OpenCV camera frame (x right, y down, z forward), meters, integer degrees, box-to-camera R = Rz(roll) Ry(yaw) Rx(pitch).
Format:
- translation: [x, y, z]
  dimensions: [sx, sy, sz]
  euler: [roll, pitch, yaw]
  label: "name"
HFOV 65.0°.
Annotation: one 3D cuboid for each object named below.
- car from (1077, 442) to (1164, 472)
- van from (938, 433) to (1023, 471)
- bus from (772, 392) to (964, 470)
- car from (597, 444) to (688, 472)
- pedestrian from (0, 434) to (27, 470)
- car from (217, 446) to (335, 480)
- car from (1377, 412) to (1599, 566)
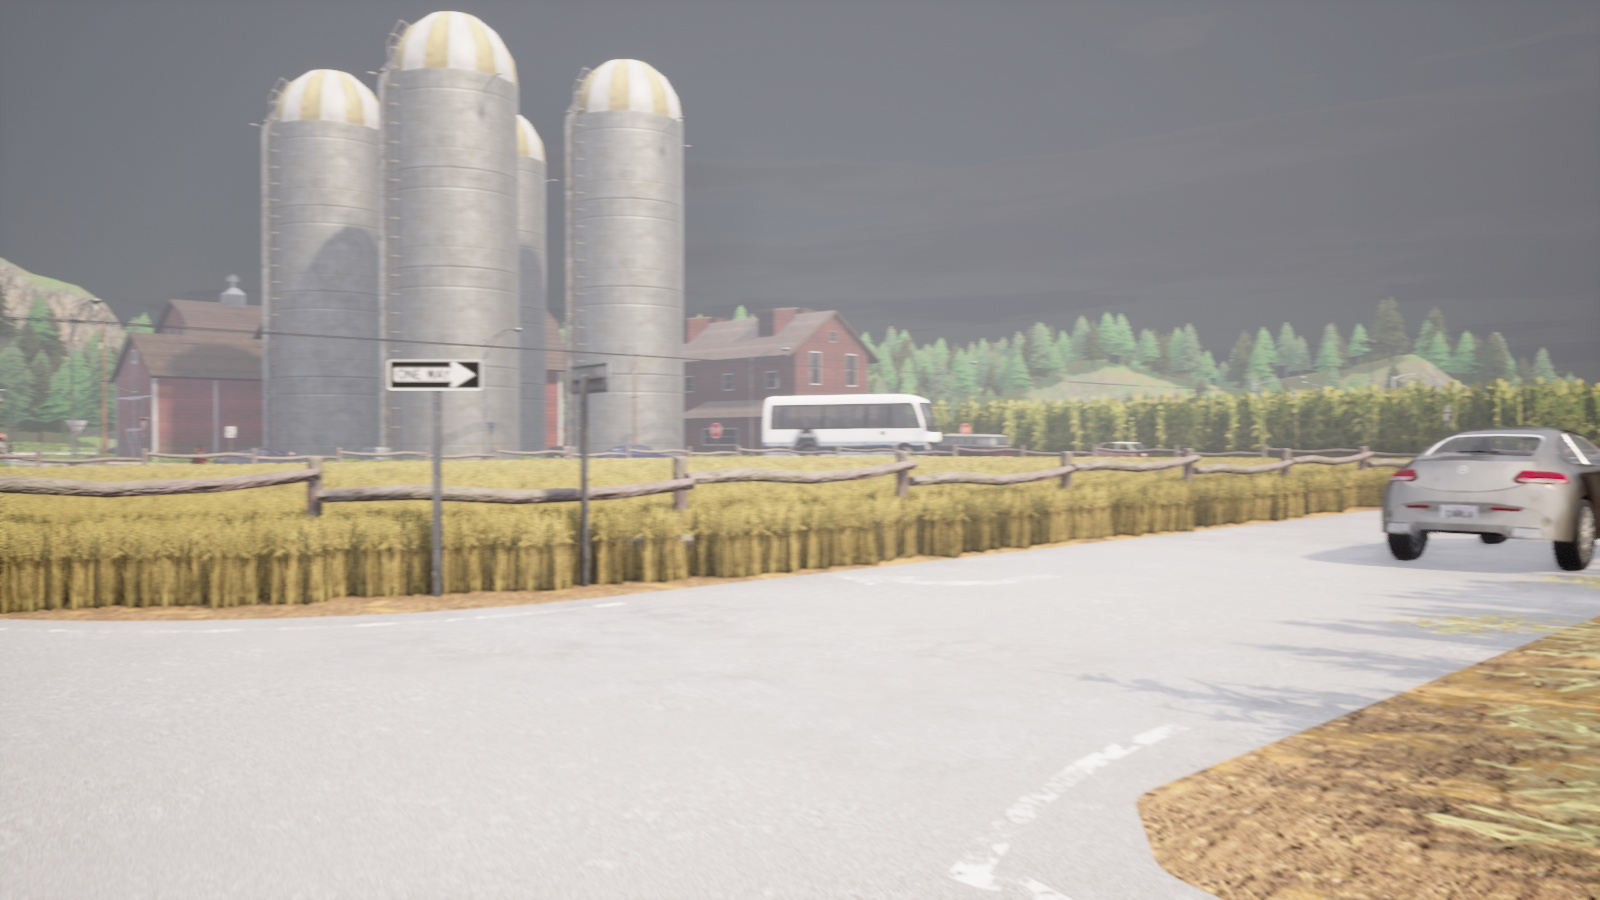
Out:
- translation: [16.199, 0.318, 63.571]
  dimensions: [1.970, 1.475, 3.806]
  euler: [0, 0, -45]
  label: "car"
- translation: [10.000, 0.103, 69.816]
  dimensions: [1.775, 1.987, 4.442]
  euler: [0, 1, -45]
  label: "van"
- translation: [3.919, -1.057, 72.224]
  dimensions: [10.273, 4.253, 3.944]
  euler: [0, 0, 19]
  label: "bus"
- translation: [-8.422, 0.399, 67.398]
  dimensions: [4.674, 1.442, 1.812]
  euler: [0, 0, -45]
  label: "car"
- translation: [-40.599, 0.091, 64.754]
  dimensions: [0.900, 1.855, 0.874]
  euler: [0, 0, 14]
  label: "pedestrian"
- translation: [-22.314, 0.537, 53.530]
  dimensions: [4.181, 1.385, 1.994]
  euler: [0, 0, -45]
  label: "car"
- translation: [9.437, 0.398, 15.970]
  dimensions: [5.027, 1.651, 2.152]
  euler: [-1, 1, -44]
  label: "car"
